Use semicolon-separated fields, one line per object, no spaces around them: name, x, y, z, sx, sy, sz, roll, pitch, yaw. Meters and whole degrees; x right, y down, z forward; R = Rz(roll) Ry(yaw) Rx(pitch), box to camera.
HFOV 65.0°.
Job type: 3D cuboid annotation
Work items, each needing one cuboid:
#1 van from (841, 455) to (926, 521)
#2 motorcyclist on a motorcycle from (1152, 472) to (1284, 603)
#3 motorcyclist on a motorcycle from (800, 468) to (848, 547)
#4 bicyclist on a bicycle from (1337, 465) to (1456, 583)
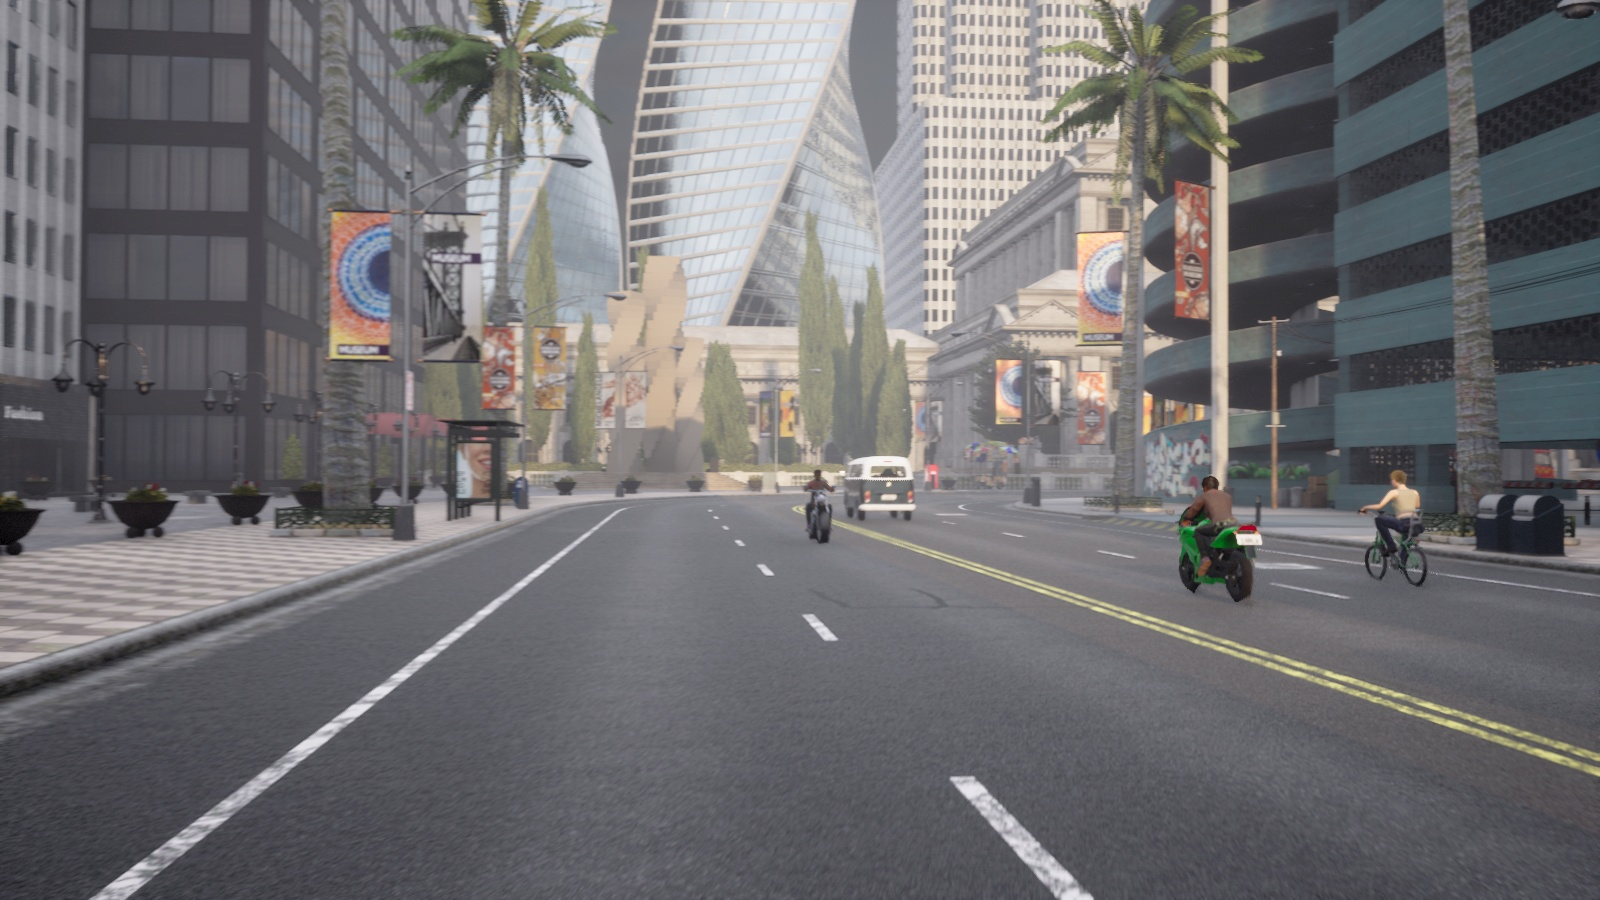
van;2.666;1.223;41.354;2.069;2.038;4.480;0;-1;-6
motorcyclist on a motorcycle;5.206;1.046;15.797;0.797;1.523;2.044;0;-1;-6
motorcyclist on a motorcycle;0.508;1.227;27.682;0.766;1.649;2.350;0;-1;-6
bicyclist on a bicycle;8.510;1.027;17.980;0.866;1.612;1.509;0;-1;-6
